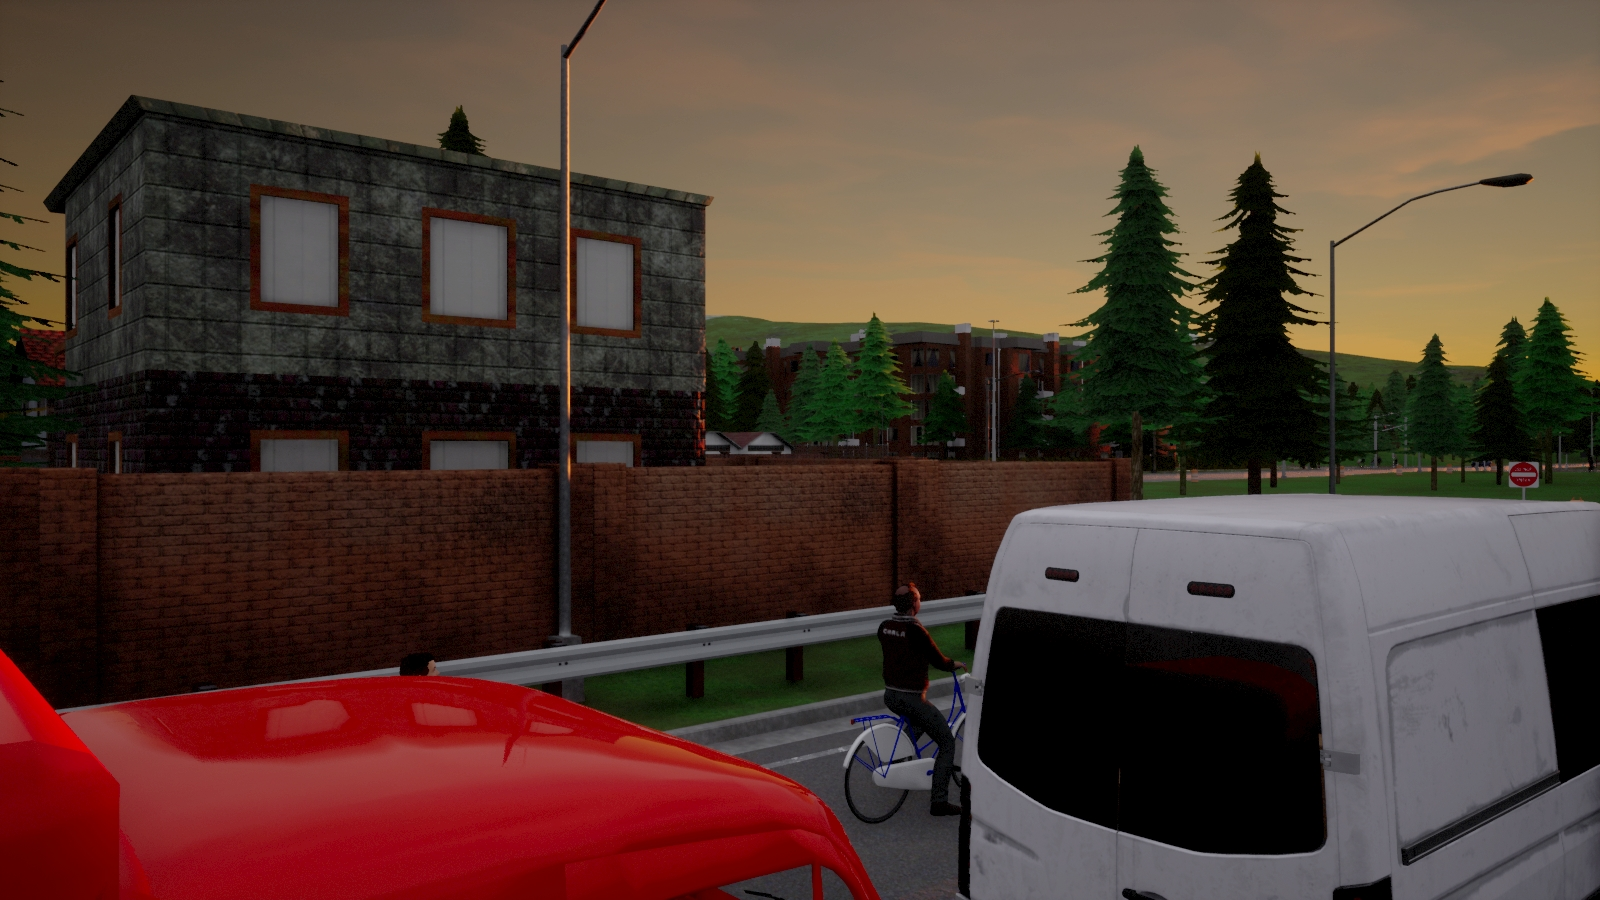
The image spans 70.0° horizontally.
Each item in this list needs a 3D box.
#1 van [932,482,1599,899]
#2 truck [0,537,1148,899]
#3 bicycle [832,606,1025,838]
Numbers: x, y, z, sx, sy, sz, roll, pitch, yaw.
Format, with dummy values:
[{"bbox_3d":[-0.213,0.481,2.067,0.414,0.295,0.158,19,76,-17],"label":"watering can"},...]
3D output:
[{"bbox_3d":[3.509,1.534,6.458,5.915,2.561,1.988,0,0,-40],"label":"van"},{"bbox_3d":[-2.109,1.568,1.686,5.204,2.467,2.627,0,0,-40],"label":"truck"},{"bbox_3d":[1.045,2.060,8.955,1.835,1.471,0.329,0,0,-40],"label":"bicycle"}]
